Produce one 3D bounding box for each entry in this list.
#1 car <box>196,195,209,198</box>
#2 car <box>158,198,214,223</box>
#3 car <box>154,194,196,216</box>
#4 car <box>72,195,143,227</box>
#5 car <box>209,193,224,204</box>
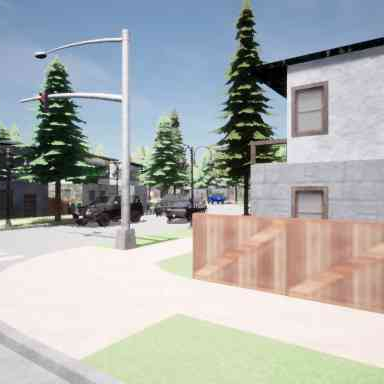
[{"bbox_3d":[0.535,1.333,42.058,2.097,1.767,4.553,0,0,9],"label":"car"},{"bbox_3d":[-0.303,1.472,25.748,2.128,1.511,4.902,0,0,23],"label":"car"},{"bbox_3d":[-1.723,1.202,32.459,2.150,2.045,5.566,0,0,18],"label":"car"},{"bbox_3d":[-5.618,1.202,23.083,2.150,2.045,5.566,0,0,27],"label":"car"},{"bbox_3d":[4.296,1.202,60.841,2.150,2.045,5.566,0,0,-9],"label":"car"}]
